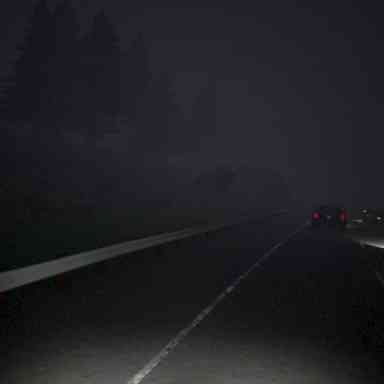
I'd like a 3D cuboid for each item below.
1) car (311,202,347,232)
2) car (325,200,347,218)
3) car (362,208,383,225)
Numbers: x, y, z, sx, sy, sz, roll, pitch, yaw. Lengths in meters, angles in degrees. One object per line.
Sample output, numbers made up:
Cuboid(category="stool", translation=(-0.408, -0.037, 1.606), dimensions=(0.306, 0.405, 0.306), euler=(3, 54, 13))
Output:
Cuboid(category="car", translation=(9.536, 1.666, 23.007), dimensions=(2.097, 1.767, 4.553), euler=(2, 0, 24))
Cuboid(category="car", translation=(16.873, 1.915, 38.932), dimensions=(2.097, 1.767, 4.553), euler=(2, 0, 26))
Cuboid(category="car", translation=(15.906, 2.112, 28.652), dimensions=(1.994, 1.385, 4.181), euler=(2, 0, 24))
